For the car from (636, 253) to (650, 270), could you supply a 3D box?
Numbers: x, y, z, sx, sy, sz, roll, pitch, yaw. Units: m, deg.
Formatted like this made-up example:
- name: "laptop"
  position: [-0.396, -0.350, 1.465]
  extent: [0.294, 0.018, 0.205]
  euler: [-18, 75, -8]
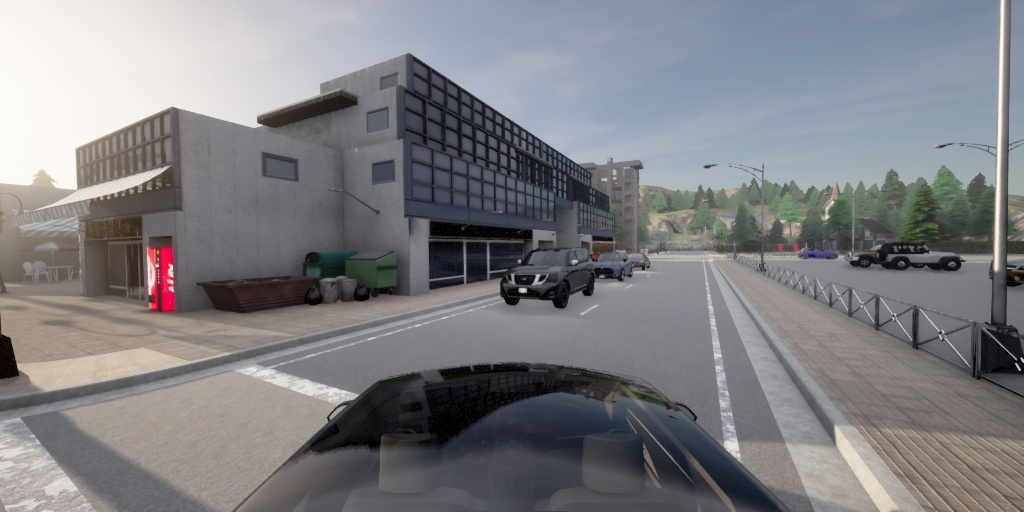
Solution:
- name: "car"
  position: [11.023, 0.438, 31.708]
  extent: [1.812, 1.442, 4.674]
  euler: [0, 2, 28]

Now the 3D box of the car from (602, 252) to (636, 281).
- name: "car"
  position: [6.234, 0.544, 22.665]
  extent: [2.097, 1.767, 4.553]
  euler: [0, 2, 28]

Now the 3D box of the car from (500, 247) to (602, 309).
- name: "car"
  position: [1.635, 0.683, 13.971]
  extent: [2.150, 2.045, 5.566]
  euler: [0, 1, 28]
